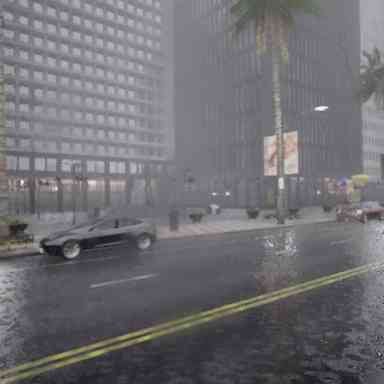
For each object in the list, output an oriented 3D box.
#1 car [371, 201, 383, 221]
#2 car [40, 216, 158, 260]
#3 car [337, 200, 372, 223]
[{"bbox_3d":[7.761,1.249,9.711,5.566,2.045,2.150,-1,-1,-37],"label":"car"},{"bbox_3d":[-3.713,1.766,13.845,4.786,1.482,2.161,0,-1,-38],"label":"car"},{"bbox_3d":[13.751,1.529,27.110,4.553,1.767,2.185,0,-1,-38],"label":"car"}]
